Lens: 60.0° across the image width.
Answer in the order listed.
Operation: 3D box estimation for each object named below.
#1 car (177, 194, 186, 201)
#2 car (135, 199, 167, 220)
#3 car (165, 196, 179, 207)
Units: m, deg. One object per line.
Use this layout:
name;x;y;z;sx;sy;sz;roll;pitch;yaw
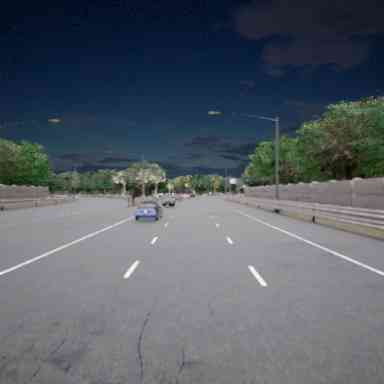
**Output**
car;-3.320;1.536;84.482;2.033;1.411;5.357;0;0;2
car;-3.506;1.539;27.540;2.033;1.411;5.357;0;0;0
car;-3.513;1.589;51.352;1.895;1.301;4.718;0;0;0
